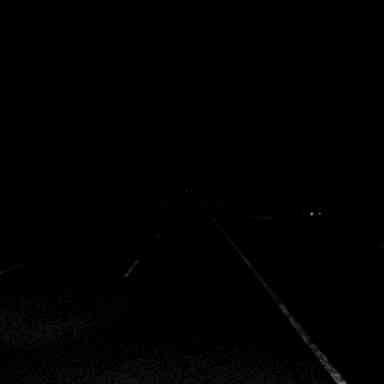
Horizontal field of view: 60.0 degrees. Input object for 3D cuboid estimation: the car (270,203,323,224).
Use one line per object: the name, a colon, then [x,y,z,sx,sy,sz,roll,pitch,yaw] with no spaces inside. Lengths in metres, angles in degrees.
car: [7.690,1.514,24.936,2.033,1.411,5.357,0,0,-9]
